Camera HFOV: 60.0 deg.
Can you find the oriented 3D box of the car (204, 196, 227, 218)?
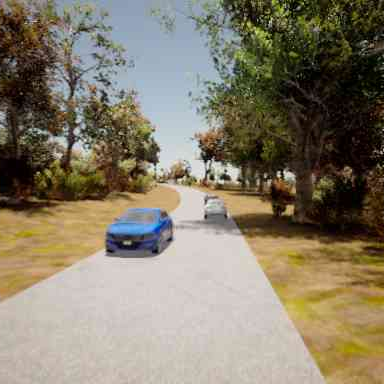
[{"bbox_3d":[1.964,1.340,27.936,1.812,1.442,4.674,-1,0,3],"label":"car"}]

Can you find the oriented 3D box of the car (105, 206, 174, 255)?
[{"bbox_3d":[-1.886,1.376,13.219,1.882,1.535,5.008,1,0,5],"label":"car"}]

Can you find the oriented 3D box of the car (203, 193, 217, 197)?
[{"bbox_3d":[2.505,0.924,44.244,2.128,1.511,4.902,0,2,0],"label":"car"}]
